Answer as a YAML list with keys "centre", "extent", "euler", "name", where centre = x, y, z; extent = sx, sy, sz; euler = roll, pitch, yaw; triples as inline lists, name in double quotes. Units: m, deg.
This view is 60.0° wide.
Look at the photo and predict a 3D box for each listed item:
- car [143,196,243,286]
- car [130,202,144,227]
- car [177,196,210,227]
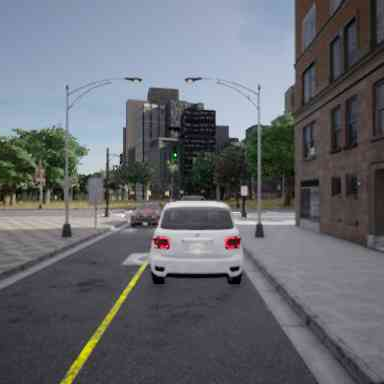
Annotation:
- centre: [0.112, 1.263, 9.712]
  extent: [2.150, 2.045, 5.566]
  euler: [0, 0, 0]
  name: "car"
- centre: [-2.973, 1.448, 23.436]
  extent: [2.097, 1.767, 4.553]
  euler: [0, 0, 0]
  name: "car"
- centre: [0.017, 1.326, 24.843]
  extent: [2.150, 2.045, 5.566]
  euler: [0, 0, -2]
  name: "car"
